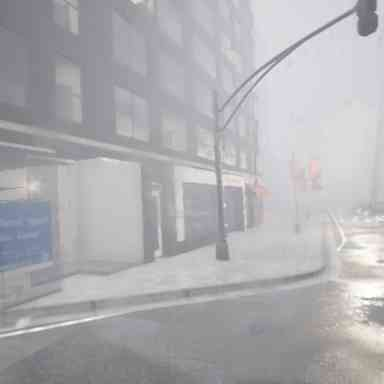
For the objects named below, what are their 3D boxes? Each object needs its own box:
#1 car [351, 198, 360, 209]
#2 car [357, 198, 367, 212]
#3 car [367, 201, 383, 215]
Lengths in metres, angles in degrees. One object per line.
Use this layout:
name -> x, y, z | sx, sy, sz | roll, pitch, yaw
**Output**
car -> 28.382, 2.039, 55.706 | 2.128, 1.511, 4.902 | -3, -2, 22
car -> 24.220, 1.924, 45.286 | 1.994, 1.385, 4.181 | -3, -2, 22
car -> 20.585, 1.711, 36.128 | 1.837, 1.490, 4.892 | -3, -2, 22
